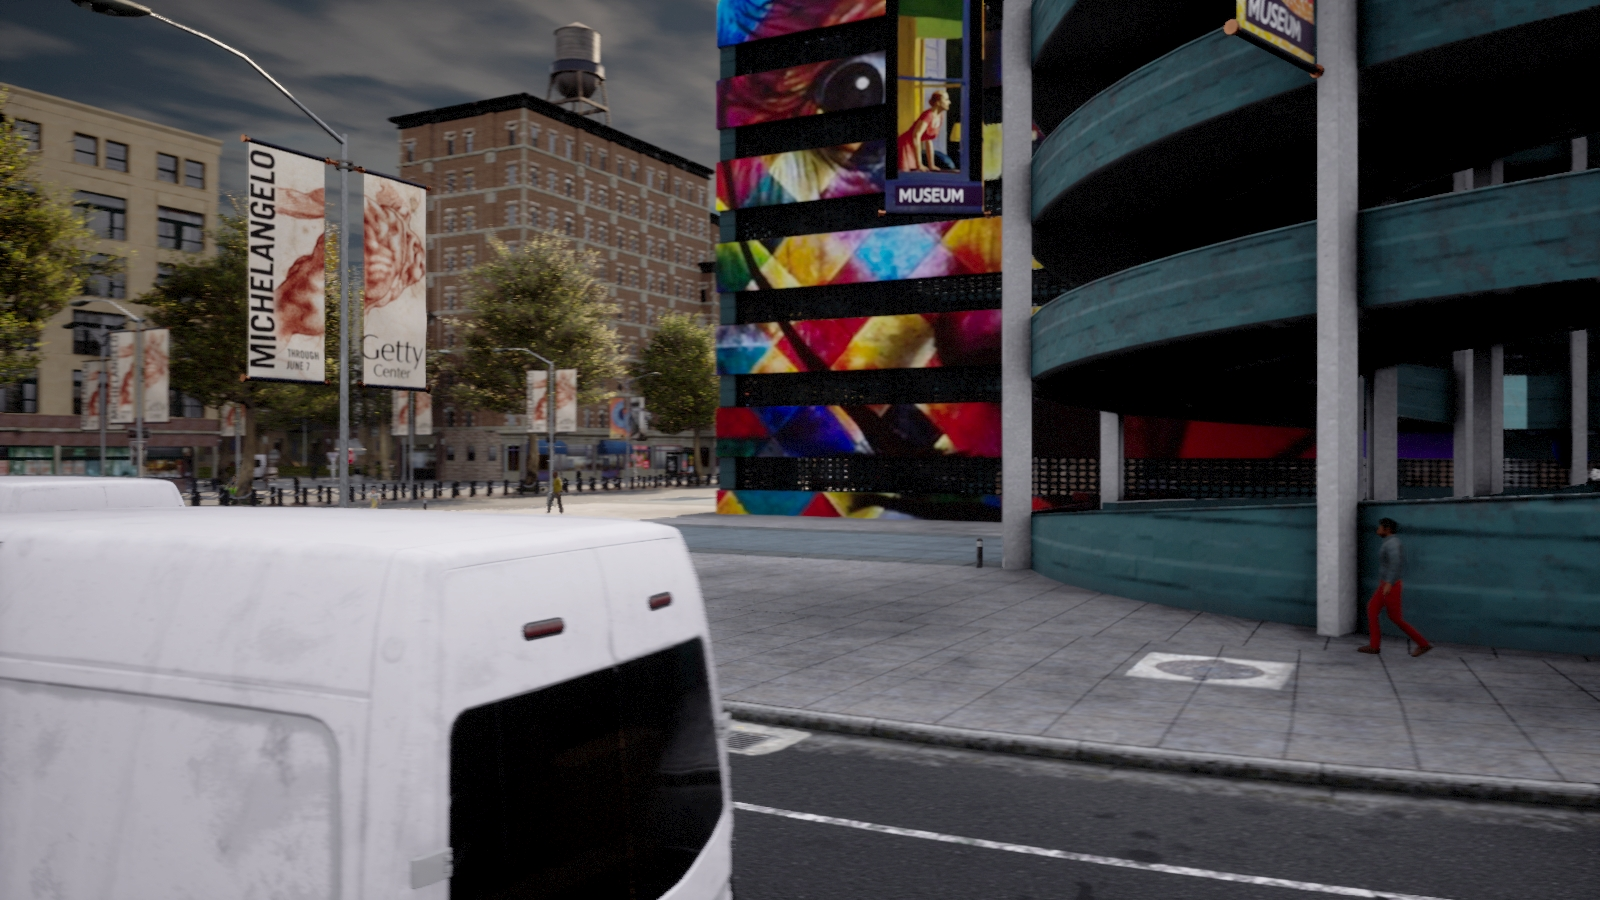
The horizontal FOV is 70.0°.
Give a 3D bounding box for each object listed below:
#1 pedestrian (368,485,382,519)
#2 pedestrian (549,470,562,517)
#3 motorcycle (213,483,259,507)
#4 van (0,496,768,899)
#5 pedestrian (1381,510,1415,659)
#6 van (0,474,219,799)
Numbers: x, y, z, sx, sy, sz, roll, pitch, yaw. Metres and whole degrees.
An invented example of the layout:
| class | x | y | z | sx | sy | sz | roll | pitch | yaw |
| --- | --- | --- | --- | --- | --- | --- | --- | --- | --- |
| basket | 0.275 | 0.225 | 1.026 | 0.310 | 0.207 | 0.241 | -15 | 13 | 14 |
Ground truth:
| class | x | y | z | sx | sy | sz | roll | pitch | yaw |
| --- | --- | --- | --- | --- | --- | --- | --- | --- | --- |
| pedestrian | -16.661 | 2.028 | 44.779 | 0.375 | 1.300 | 0.375 | 0 | 0 | 31 |
| pedestrian | -9.879 | 1.753 | 46.211 | 0.375 | 1.860 | 0.375 | 0 | 0 | 42 |
| motorcycle | -28.874 | 2.277 | 58.540 | 0.803 | 1.145 | 2.033 | 0 | 0 | 28 |
| van | -3.240 | 1.540 | 4.865 | 5.915 | 2.561 | 1.988 | 0 | 0 | 23 |
| pedestrian | 7.701 | 1.720 | 14.719 | 0.375 | 1.860 | 0.375 | 0 | 0 | 26 |
| van | -8.664 | 1.546 | 11.449 | 5.915 | 2.561 | 1.988 | 0 | 0 | 27 |
